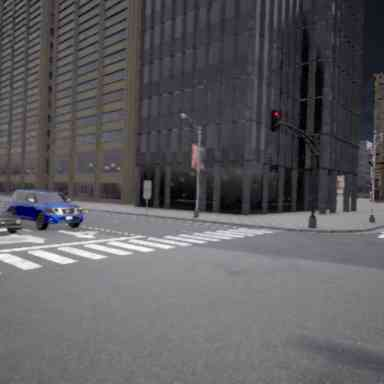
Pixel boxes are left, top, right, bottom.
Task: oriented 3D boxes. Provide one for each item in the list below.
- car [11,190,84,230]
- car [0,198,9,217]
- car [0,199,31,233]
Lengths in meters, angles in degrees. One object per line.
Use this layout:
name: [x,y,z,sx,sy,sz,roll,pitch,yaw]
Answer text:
car: [-8.436,0.920,18.948,5.566,2.045,2.150,2,0,40]
car: [-15.988,1.072,25.418,4.718,1.301,1.895,2,0,41]
car: [-10.148,1.184,16.137,5.357,1.411,2.033,2,0,41]
